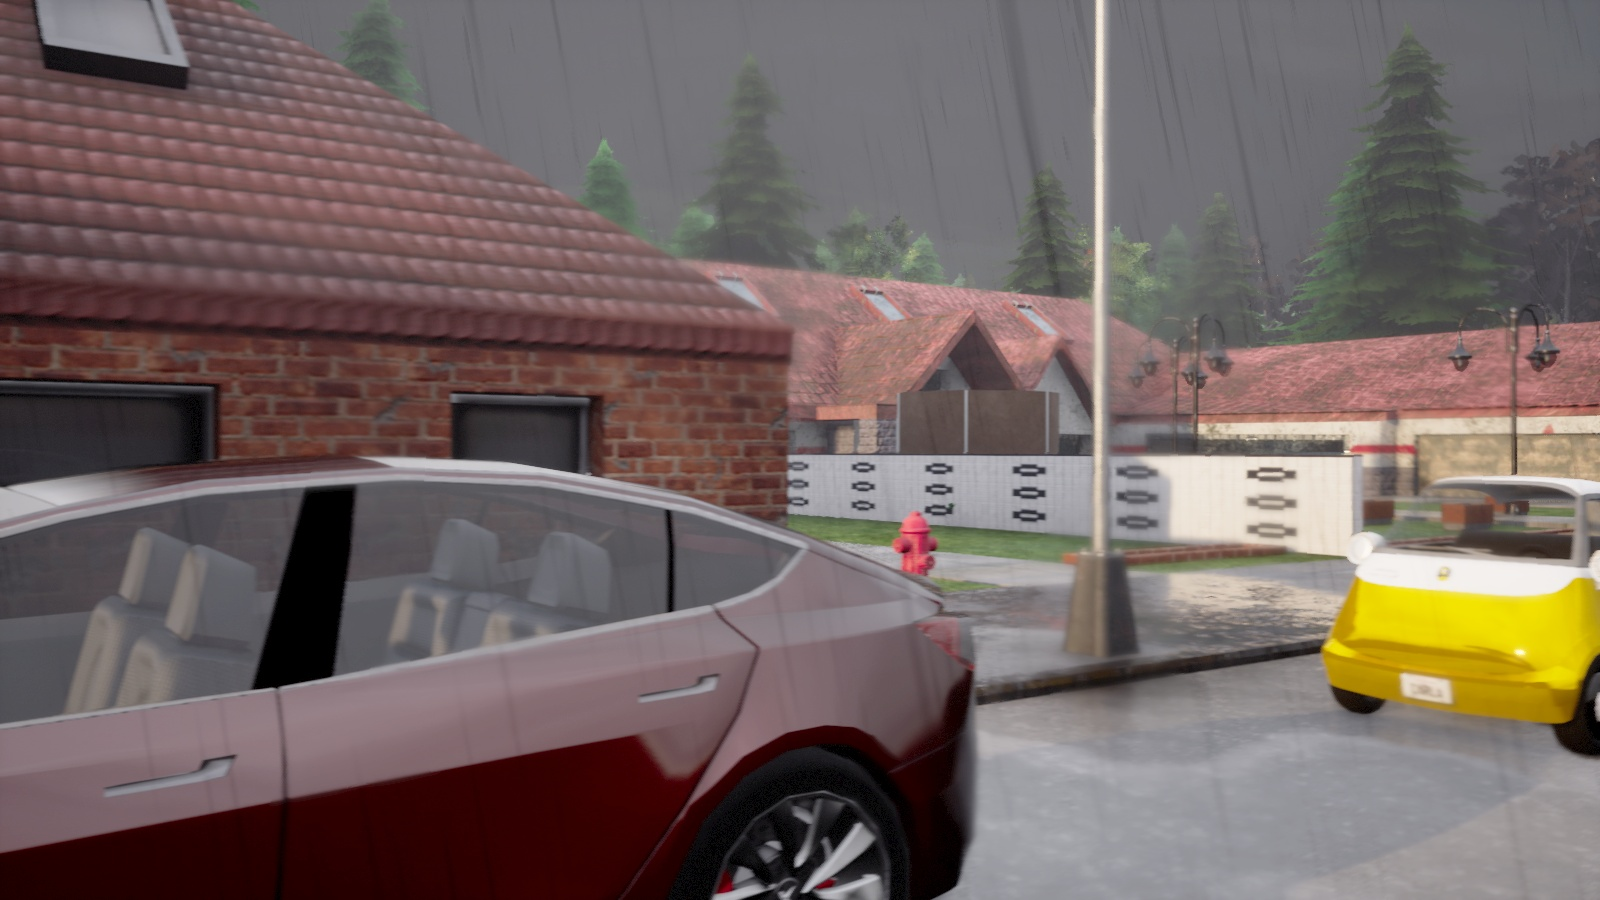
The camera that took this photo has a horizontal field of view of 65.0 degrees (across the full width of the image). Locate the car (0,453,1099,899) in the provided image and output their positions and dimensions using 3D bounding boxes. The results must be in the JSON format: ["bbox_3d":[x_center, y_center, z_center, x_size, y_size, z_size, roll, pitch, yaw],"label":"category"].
[{"bbox_3d":[-1.735,0.756,3.065,4.792,1.488,2.163,0,0,-35],"label":"car"}]

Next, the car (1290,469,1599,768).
[{"bbox_3d":[4.095,0.808,7.116,2.207,1.376,1.481,0,0,-35],"label":"car"}]
